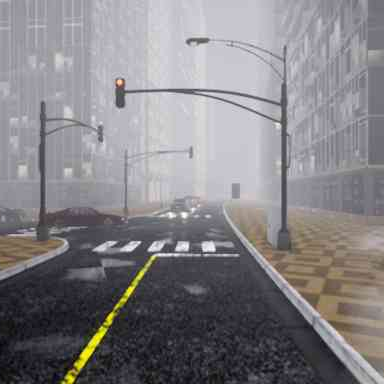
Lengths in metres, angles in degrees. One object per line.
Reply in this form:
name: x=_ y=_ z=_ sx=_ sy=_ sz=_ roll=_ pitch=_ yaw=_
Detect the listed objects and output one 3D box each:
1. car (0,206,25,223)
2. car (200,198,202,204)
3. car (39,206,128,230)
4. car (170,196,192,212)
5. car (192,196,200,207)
car: x=-16.458 y=1.855 z=28.224 sx=4.403 sy=1.369 sz=2.008 roll=-1 pitch=1 yaw=10
car: x=0.626 y=1.468 z=58.542 sx=1.812 sy=1.442 sz=4.674 roll=0 pitch=1 yaw=7
car: x=-6.982 y=1.648 z=21.705 sx=5.357 sy=1.411 sz=2.033 roll=-1 pitch=0 yaw=-3
car: x=-1.404 y=1.480 z=38.686 sx=1.837 sy=1.490 sz=4.892 roll=0 pitch=0 yaw=5
car: x=-0.467 y=1.312 z=48.817 sx=2.097 sy=1.767 sz=4.553 roll=0 pitch=0 yaw=6
